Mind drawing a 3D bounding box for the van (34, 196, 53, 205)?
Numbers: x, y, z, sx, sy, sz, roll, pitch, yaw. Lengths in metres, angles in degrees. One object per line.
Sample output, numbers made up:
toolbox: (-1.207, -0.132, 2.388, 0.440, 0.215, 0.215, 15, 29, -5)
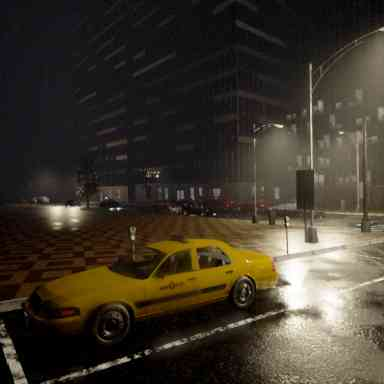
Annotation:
van: (-32.406, 1.852, 72.323, 1.690, 1.788, 3.998, -2, 1, -41)

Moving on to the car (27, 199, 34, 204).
car: (-35.976, 2.066, 76.468, 1.752, 1.417, 4.829, -2, 1, -41)

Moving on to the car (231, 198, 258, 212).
car: (7.153, 1.634, 39.307, 1.802, 1.307, 4.206, -2, 1, -41)

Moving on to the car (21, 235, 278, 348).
car: (-0.464, 1.524, 6.245, 4.829, 1.417, 1.752, 0, -1, -35)

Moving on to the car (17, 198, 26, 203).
car: (-43.344, 2.126, 85.012, 1.752, 1.417, 4.829, -2, 1, -41)

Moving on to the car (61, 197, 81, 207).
car: (-21.347, 1.999, 59.510, 1.802, 1.307, 4.206, -2, 1, -41)

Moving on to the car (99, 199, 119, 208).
car: (-13.621, 1.885, 54.677, 1.994, 1.385, 4.181, -2, 1, -41)

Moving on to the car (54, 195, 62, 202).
car: (-33.444, 1.943, 86.363, 1.887, 1.381, 4.507, -2, 1, -41)

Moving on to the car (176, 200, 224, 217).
car: (0.759, 1.792, 33.877, 1.947, 1.339, 4.313, -2, 1, -41)

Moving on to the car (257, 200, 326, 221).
car: (8.619, 1.668, 28.736, 2.033, 1.411, 5.357, -2, 1, -41)

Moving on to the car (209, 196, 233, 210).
car: (3.455, 1.400, 43.579, 2.192, 1.841, 5.009, -2, 1, -41)

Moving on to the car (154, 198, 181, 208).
car: (-3.920, 1.714, 52.140, 1.947, 1.339, 4.313, -2, 1, -41)

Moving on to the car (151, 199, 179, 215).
car: (-2.928, 1.698, 38.147, 1.967, 1.590, 4.097, -2, 1, -41)
